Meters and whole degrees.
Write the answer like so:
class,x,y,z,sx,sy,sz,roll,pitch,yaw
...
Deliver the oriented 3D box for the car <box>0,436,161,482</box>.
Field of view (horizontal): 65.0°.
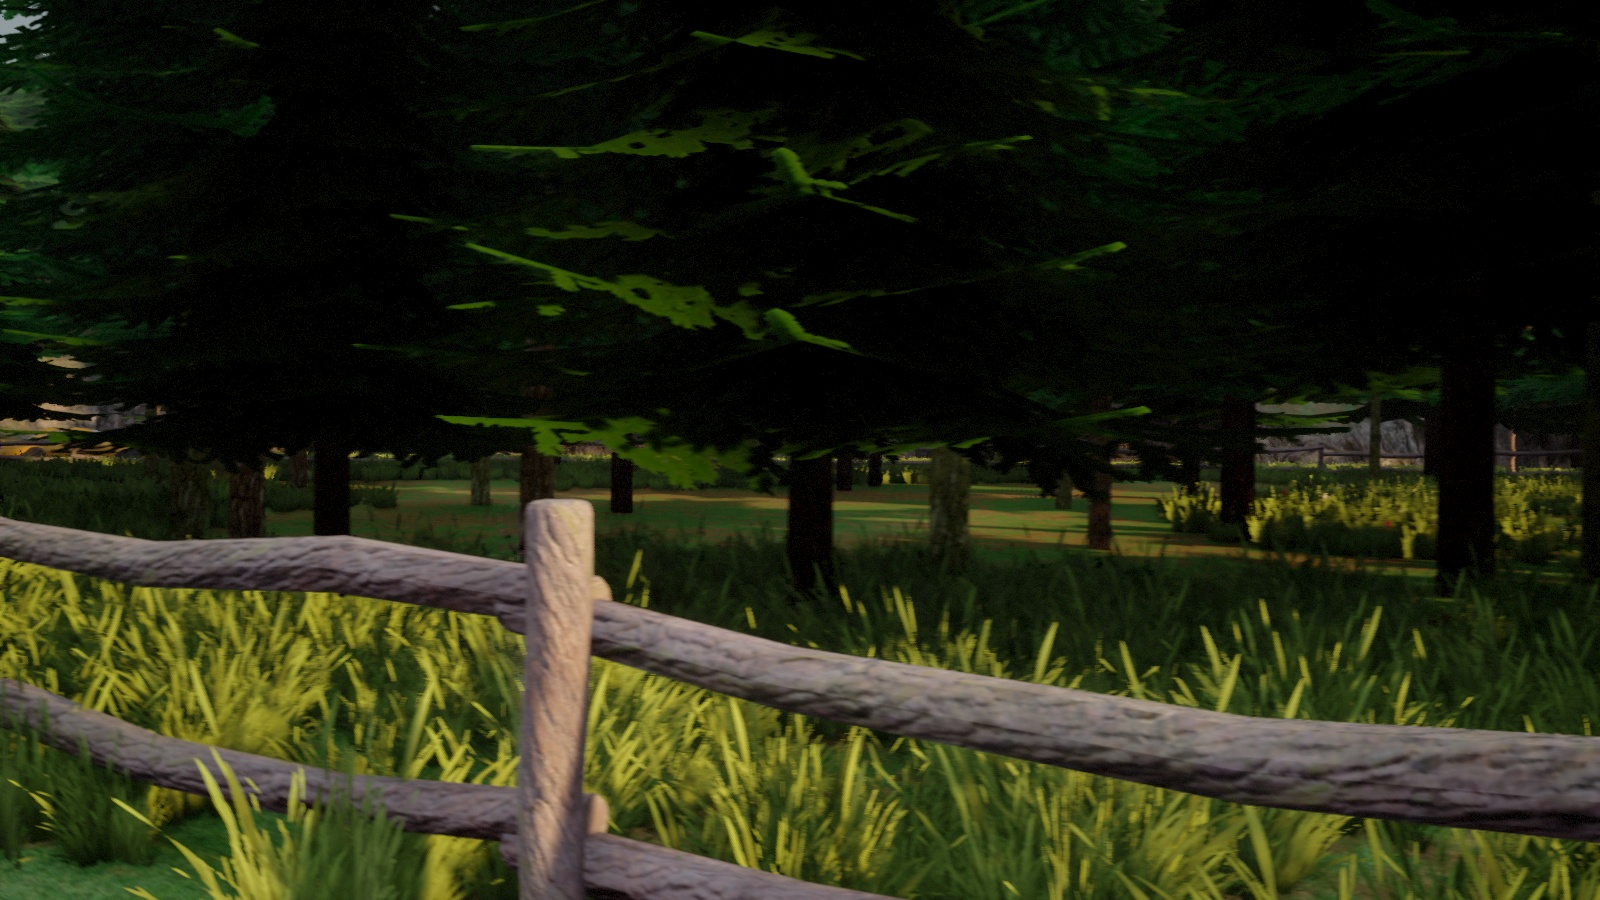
class,x,y,z,sx,sy,sz,roll,pitch,yaw
car,-26.384,0.305,45.864,5.366,1.575,1.801,-1,1,-25
